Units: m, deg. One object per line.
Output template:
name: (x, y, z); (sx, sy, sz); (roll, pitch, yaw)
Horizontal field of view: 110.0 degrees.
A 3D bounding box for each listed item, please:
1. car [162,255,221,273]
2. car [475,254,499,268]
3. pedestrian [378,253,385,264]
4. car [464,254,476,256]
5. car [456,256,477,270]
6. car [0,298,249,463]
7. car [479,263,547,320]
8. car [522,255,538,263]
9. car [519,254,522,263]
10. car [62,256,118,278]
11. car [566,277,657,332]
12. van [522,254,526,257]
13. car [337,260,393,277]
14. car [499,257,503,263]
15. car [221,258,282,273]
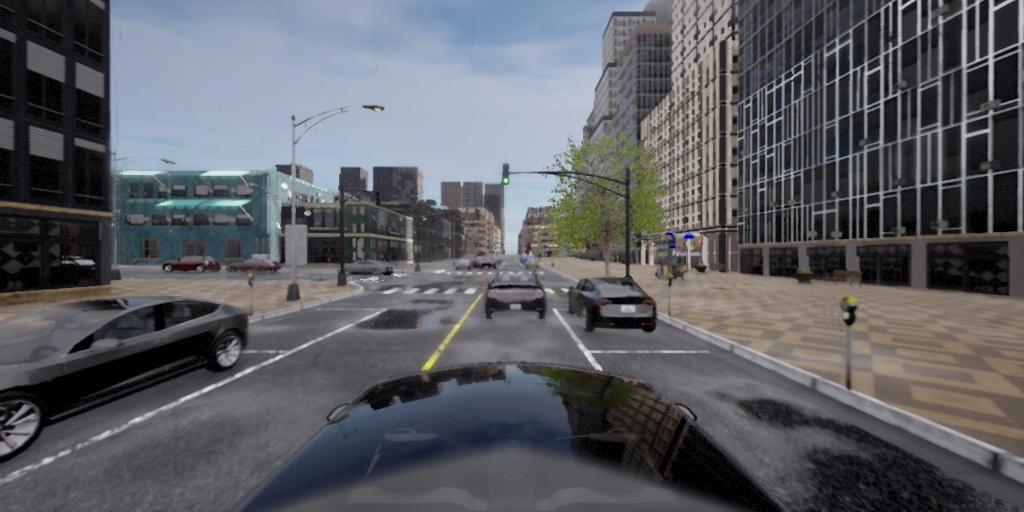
car: (-28.349, 0.639, 31.744); (4.097, 1.591, 1.967); (0, 0, -1)
car: (-3.056, 0.754, 45.469); (2.097, 1.767, 4.553); (0, 0, 0)
pedestrian: (-12.727, 0.523, 34.895); (0.375, 1.860, 0.375); (0, -1, -1)
car: (-5.659, 0.693, 48.445); (2.192, 1.841, 5.009); (0, 0, 0)
car: (-5.662, 1.004, 42.895); (1.802, 1.307, 4.207); (0, 0, 0)
car: (-5.688, 1.291, 4.880); (1.948, 1.339, 4.313); (0, 0, 0)
car: (0.107, 1.158, 12.197); (2.128, 1.511, 4.902); (0, 0, 0)
car: (2.722, 0.904, 48.612); (1.751, 1.417, 4.829); (0, 0, 0)
car: (2.733, 0.797, 65.095); (2.007, 1.370, 4.403); (0, 0, 0)
car: (-28.236, 0.807, 23.364); (4.207, 1.307, 1.802); (0, 0, -1)
car: (2.696, 1.247, 10.414); (1.948, 1.339, 4.313); (0, 0, 0)
van: (2.726, 0.675, 53.993); (1.690, 1.789, 3.998); (0, 0, 0)
car: (-11.862, 0.981, 29.099); (4.181, 1.385, 1.994); (1, 0, 5)
car: (-2.992, 0.763, 61.934); (2.128, 1.511, 4.902); (0, 0, 1)
car: (-22.801, 0.849, 31.818); (4.207, 1.307, 1.802); (0, 0, -1)
